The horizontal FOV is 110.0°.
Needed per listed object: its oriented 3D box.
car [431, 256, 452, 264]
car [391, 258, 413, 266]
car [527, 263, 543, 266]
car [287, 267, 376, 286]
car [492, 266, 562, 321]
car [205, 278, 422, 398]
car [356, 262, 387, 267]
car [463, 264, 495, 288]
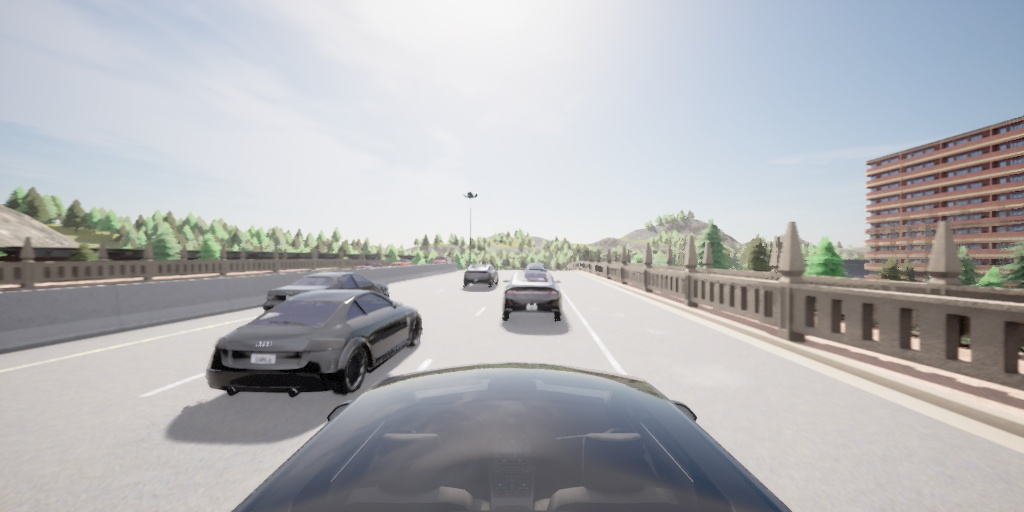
[{"bbox_3d":[-10.551,1.078,53.925,2.150,2.045,5.566,0,-2,4],"label":"car"},{"bbox_3d":[-17.374,1.246,56.699,2.097,1.767,4.553,0,-2,4],"label":"car"},{"bbox_3d":[1.977,1.349,31.013,1.812,1.442,4.674,0,0,4],"label":"car"},{"bbox_3d":[-6.300,1.281,12.946,2.033,1.411,5.357,0,0,4],"label":"car"},{"bbox_3d":[0.718,1.269,12.651,2.128,1.511,4.902,0,0,4],"label":"car"},{"bbox_3d":[-3.126,1.304,6.648,1.994,1.385,4.181,0,0,3],"label":"car"},{"bbox_3d":[-15.220,1.330,38.199,1.895,1.301,4.718,0,0,5],"label":"car"},{"bbox_3d":[-2.011,1.275,24.121,2.128,1.511,4.902,0,0,4],"label":"car"}]
